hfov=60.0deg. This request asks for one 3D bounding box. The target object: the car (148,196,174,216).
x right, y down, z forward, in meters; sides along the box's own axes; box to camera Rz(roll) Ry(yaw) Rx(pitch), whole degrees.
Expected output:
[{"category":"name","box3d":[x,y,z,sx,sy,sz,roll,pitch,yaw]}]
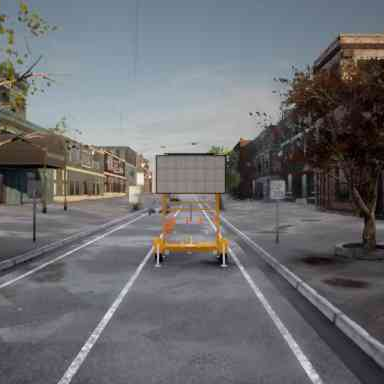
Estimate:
[{"category":"car","box3d":[-3.210,1.496,32.920,2.128,1.511,4.902,0,0,0]}]

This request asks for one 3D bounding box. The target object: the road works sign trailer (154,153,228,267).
[{"category":"road works sign trailer","box3d":[-0.037,0.466,11.431,2.380,3.560,2.880,0,0,0]}]

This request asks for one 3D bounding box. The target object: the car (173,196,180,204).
[{"category":"car","box3d":[-3.213,1.494,63.016,1.895,1.301,4.718,0,0,0]}]
